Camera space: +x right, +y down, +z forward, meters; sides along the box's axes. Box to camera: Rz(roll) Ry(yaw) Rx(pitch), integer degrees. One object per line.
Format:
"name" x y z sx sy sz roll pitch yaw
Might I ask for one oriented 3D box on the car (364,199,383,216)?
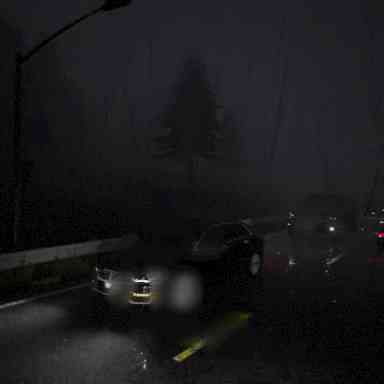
"car" 16.575 1.371 29.551 2.033 1.411 5.357 3 2 37

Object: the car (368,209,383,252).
"car" 8.532 1.543 12.929 2.033 1.411 5.357 3 2 38

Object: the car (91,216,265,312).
"car" 0.031 1.360 7.666 1.837 1.490 4.892 3 2 37

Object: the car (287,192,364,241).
"car" 6.627 1.063 16.427 2.150 2.045 5.566 3 2 37
